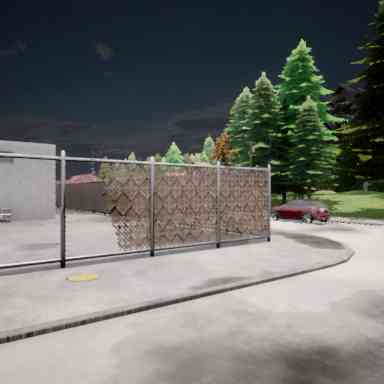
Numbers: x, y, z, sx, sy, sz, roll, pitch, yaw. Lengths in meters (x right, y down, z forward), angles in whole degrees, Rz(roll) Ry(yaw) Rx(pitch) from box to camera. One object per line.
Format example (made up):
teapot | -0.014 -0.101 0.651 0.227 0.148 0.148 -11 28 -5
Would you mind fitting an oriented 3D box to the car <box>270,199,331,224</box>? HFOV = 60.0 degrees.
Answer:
car | 7.934 1.351 25.077 2.097 1.767 4.553 0 0 -35
